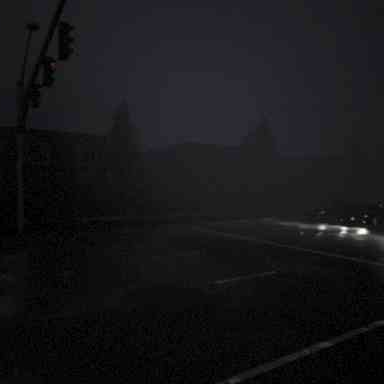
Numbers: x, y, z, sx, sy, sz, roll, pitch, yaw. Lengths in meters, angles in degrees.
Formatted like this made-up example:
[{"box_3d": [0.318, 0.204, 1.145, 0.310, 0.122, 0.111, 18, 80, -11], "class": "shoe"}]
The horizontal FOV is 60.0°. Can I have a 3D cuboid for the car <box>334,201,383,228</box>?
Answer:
[{"box_3d": [11.410, 1.428, 21.215, 4.181, 1.385, 1.994, 0, 0, -32], "class": "car"}]

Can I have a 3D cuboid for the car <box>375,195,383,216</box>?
[{"box_3d": [18.744, 1.151, 29.934, 4.553, 1.767, 2.097, 0, 0, -32], "class": "car"}]

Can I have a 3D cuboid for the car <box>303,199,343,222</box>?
[{"box_3d": [10.400, 1.331, 24.712, 5.008, 1.535, 1.882, 0, 0, -32], "class": "car"}]
